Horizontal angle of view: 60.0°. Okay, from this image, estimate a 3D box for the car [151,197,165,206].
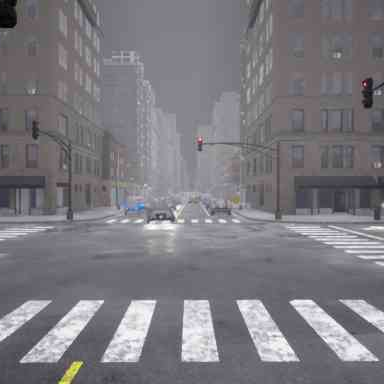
[{"bbox_3d":[-5.657,1.568,56.127,1.947,1.339,4.313,0,0,0],"label":"car"}]

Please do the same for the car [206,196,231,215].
[{"bbox_3d":[2.786,1.442,33.425,1.967,1.590,4.097,0,0,0],"label":"car"}]

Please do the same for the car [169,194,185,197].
[{"bbox_3d":[-2.872,1.493,57.811,2.128,1.511,4.902,0,0,0],"label":"car"}]

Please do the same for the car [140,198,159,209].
[{"bbox_3d":[-5.698,1.569,44.790,1.947,1.339,4.313,0,0,0],"label":"car"}]

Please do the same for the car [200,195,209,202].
[{"bbox_3d":[2.952,1.436,78.779,1.967,1.590,4.097,0,0,0],"label":"car"}]

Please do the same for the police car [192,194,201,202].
[{"bbox_3d":[1.083,1.421,79.521,1.930,1.638,5.238,0,0,-1],"label":"police car"}]

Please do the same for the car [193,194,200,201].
[{"bbox_3d":[1.110,1.448,89.616,1.801,1.575,5.366,0,0,0],"label":"car"}]

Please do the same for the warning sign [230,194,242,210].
[{"bbox_3d":[5.209,1.118,39.410,1.300,1.860,1.060,0,0,0],"label":"warning sign"}]

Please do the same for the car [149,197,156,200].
[{"bbox_3d":[-5.719,1.442,39.122,1.967,1.590,4.097,0,0,0],"label":"car"}]

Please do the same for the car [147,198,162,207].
[{"bbox_3d":[-5.678,1.585,50.459,1.802,1.307,4.206,0,0,0],"label":"car"}]

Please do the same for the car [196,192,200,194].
[{"bbox_3d":[0.263,1.291,72.998,1.882,1.535,5.008,0,0,0],"label":"car"}]

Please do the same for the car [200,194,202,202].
[{"bbox_3d":[2.890,1.527,61.940,1.752,1.417,4.829,0,0,0],"label":"car"}]

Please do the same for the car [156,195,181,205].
[{"bbox_3d":[-2.949,1.495,42.158,2.128,1.511,4.902,0,0,0],"label":"car"}]

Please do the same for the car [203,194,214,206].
[{"bbox_3d":[2.827,1.443,44.763,1.967,1.590,4.097,0,0,0],"label":"car"}]

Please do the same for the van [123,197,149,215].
[{"bbox_3d":[-5.740,1.343,33.454,1.690,1.788,3.998,0,0,0],"label":"van"}]

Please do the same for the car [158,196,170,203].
[{"bbox_3d":[-5.615,1.566,67.463,1.947,1.339,4.313,0,0,0],"label":"car"}]

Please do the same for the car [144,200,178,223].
[{"bbox_3d":[-2.465,1.565,25.330,1.994,1.385,4.181,0,0,-9],"label":"car"}]

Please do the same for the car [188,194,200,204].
[{"bbox_3d":[0.227,1.602,63.024,1.895,1.301,4.718,0,0,0],"label":"car"}]

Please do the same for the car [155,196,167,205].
[{"bbox_3d":[-5.637,1.527,61.625,1.752,1.417,4.829,0,0,0],"label":"car"}]

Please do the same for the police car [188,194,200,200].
[{"bbox_3d":[0.618,1.414,95.445,1.930,1.638,5.238,0,0,-16],"label":"police car"}]

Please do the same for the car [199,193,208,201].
[{"bbox_3d":[2.972,1.309,84.448,2.192,1.841,5.009,0,0,0],"label":"car"}]

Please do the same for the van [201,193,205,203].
[{"bbox_3d":[2.868,1.344,56.101,1.690,1.788,3.998,0,0,0],"label":"van"}]
